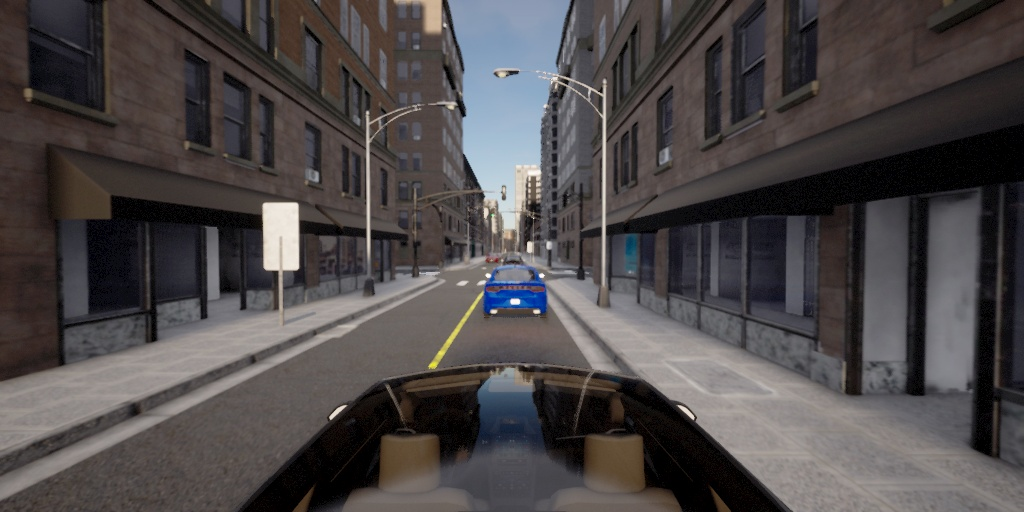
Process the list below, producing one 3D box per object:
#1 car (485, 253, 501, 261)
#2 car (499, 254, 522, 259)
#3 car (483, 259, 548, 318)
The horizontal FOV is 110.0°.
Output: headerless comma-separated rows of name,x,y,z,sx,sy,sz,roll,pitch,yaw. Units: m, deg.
car,-2.823,0.290,52.264,1.882,1.535,5.008,0,1,0
car,0.107,0.697,31.418,1.837,1.490,4.892,0,1,0
car,0.103,1.029,12.093,1.882,1.535,5.008,0,1,0
